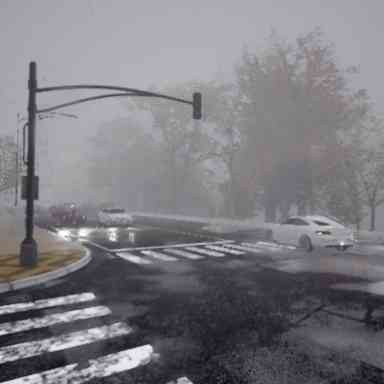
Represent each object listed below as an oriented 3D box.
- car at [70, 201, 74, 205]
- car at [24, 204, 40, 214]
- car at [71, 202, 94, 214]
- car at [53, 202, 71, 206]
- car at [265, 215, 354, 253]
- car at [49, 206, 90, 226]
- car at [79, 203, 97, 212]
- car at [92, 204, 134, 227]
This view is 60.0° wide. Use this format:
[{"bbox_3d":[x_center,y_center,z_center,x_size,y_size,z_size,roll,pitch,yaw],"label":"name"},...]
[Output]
[{"bbox_3d":[-20.641,2.465,56.006,2.097,1.767,4.553,1,-2,-32],"label":"car"},{"bbox_3d":[-23.065,2.420,47.685,2.033,1.411,5.357,1,-2,-32],"label":"car"},{"bbox_3d":[-15.581,2.547,48.130,1.895,1.301,4.718,1,-2,-32],"label":"car"},{"bbox_3d":[-19.061,2.462,47.401,1.994,1.385,4.181,1,-2,-32],"label":"car"},{"bbox_3d":[5.071,1.772,14.890,1.812,1.442,4.674,2,-2,-16],"label":"car"},{"bbox_3d":[-10.122,2.043,27.157,1.895,1.301,4.718,1,-2,-32],"label":"car"},{"bbox_3d":[-18.363,2.702,58.472,1.837,1.490,4.892,1,-2,-32],"label":"car"},{"bbox_3d":[-6.377,2.004,27.326,1.812,1.442,4.674,1,-2,-32],"label":"car"}]
